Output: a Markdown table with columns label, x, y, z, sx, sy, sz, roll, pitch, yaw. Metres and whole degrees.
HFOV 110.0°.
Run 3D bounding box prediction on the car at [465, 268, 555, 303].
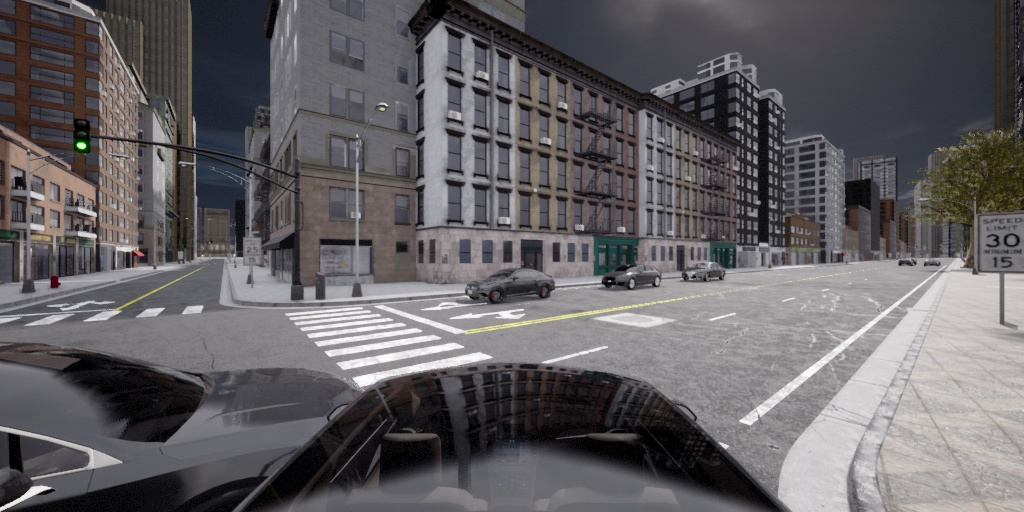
| label | x | y | z | sx | sy | sz | roll | pitch | yaw |
| --- | --- | --- | --- | --- | --- | --- | --- | --- | --- |
| car | 0.024 | 1.286 | 16.787 | 4.674 | 1.442 | 1.812 | 0 | 0 | -39 |

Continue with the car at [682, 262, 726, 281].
| label | x | y | z | sx | sy | sz | roll | pitch | yaw |
| --- | --- | --- | --- | --- | --- | --- | --- | --- | --- |
| car | 15.773 | 1.235 | 29.423 | 4.902 | 1.511 | 2.128 | 0 | 0 | -39 |

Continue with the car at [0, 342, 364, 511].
| label | x | y | z | sx | sy | sz | roll | pitch | yaw |
| --- | --- | --- | --- | --- | --- | --- | --- | --- | --- |
| car | -3.216 | 1.257 | 1.828 | 4.892 | 1.490 | 1.837 | 0 | 0 | -34 |

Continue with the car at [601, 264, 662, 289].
| label | x | y | z | sx | sy | sz | roll | pitch | yaw |
| --- | --- | --- | --- | --- | --- | --- | --- | --- | --- |
| car | 7.739 | 1.257 | 22.983 | 4.892 | 1.490 | 1.837 | 0 | 0 | -39 |
